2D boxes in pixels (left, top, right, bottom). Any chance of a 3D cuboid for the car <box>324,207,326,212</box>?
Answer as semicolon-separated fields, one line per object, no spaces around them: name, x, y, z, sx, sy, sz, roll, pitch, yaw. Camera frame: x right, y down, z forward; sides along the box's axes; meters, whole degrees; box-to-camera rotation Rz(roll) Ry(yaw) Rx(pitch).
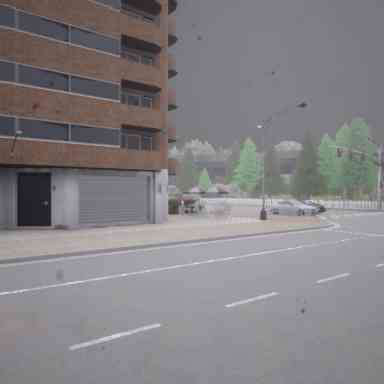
car;11.408;1.509;33.861;1.994;1.385;4.181;0;0;-36

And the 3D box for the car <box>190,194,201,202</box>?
car;-1.158;1.165;49.988;5.566;2.045;2.150;0;0;41

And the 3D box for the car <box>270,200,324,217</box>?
car;9.317;1.470;30.646;1.812;1.442;4.674;0;0;-34

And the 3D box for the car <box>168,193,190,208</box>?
car;-3.038;1.296;46.731;4.553;1.767;2.097;0;0;43

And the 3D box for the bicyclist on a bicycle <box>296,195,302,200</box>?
bicyclist on a bicycle;15.294;1.245;47.289;1.656;1.620;0.582;0;0;-36
